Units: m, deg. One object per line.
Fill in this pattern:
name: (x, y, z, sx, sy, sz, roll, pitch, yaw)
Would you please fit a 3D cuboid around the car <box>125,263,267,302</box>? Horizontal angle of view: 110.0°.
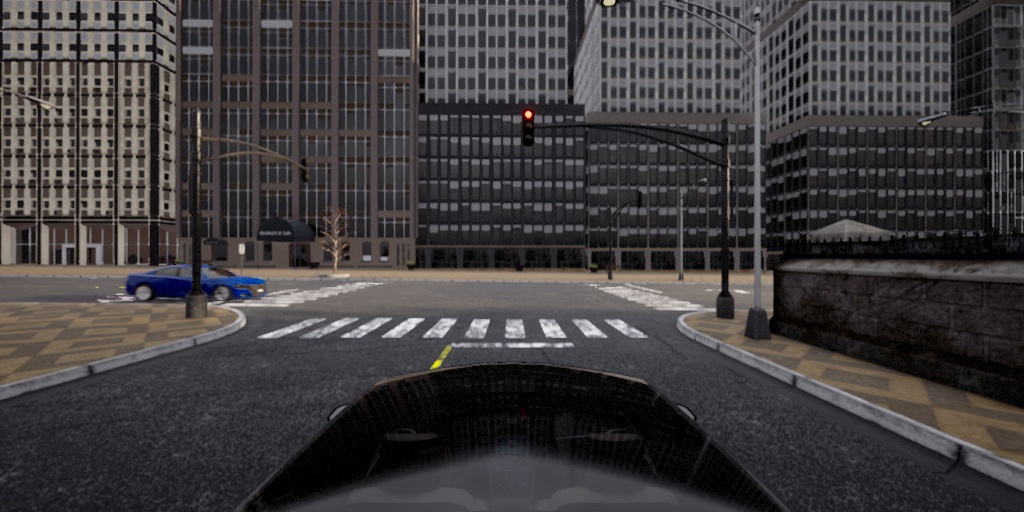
car: (-13.161, 1.109, 15.156, 5.008, 1.535, 1.882, 2, 0, -1)
